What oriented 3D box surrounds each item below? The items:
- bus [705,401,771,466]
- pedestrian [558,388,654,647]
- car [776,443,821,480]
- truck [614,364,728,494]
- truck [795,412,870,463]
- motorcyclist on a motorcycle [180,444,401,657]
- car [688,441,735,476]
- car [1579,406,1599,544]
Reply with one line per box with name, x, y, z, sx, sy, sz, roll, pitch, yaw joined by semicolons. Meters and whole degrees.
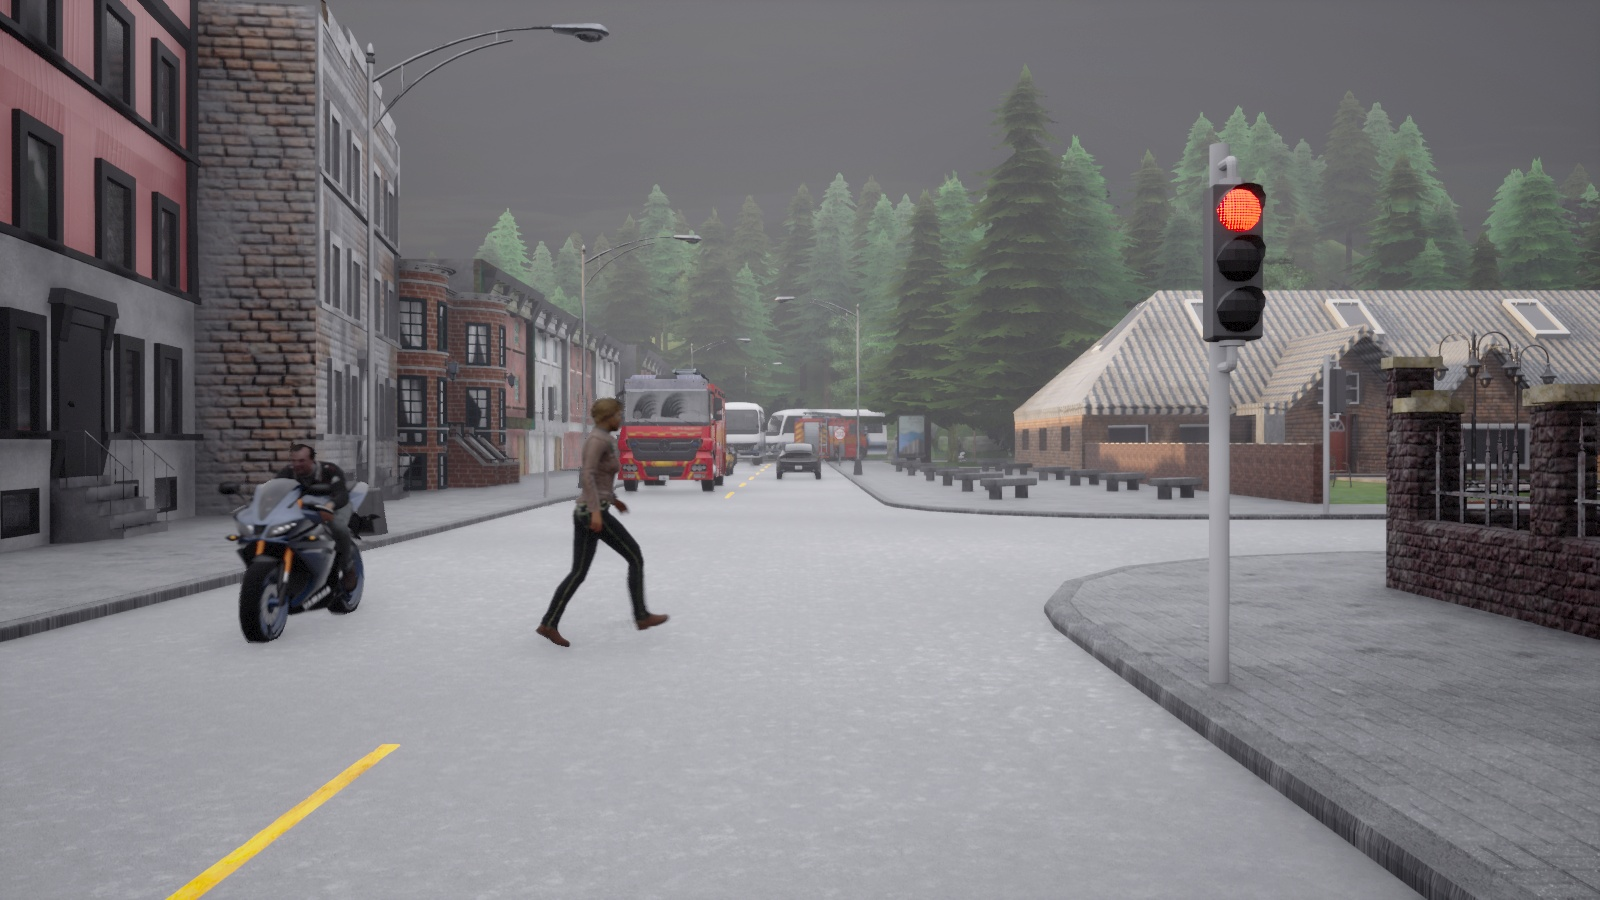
bus;-4.171;-1.124;86.944;3.944;4.253;10.273;0;0;1
pedestrian;-1.430;0.483;9.235;0.634;1.846;0.331;0;0;-23
car;-0.054;0.449;53.553;1.837;1.490;4.892;0;0;0
truck;-4.048;-0.654;41.252;2.891;3.827;8.468;0;0;0
truck;2.620;-0.965;97.769;2.891;3.827;8.468;0;0;24
motorcyclist on a motorcycle;-4.033;0.721;10.181;0.866;1.530;2.191;0;0;1
car;-4.051;0.354;58.196;1.801;1.575;5.366;0;0;0
car;14.694;0.375;18.153;5.566;2.045;2.150;0;0;-1
